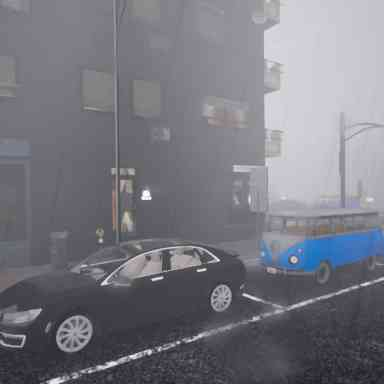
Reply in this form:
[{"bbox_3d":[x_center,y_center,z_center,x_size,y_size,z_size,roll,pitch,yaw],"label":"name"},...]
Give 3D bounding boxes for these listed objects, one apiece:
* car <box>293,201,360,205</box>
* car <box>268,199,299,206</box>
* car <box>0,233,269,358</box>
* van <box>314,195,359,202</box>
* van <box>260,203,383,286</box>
[{"bbox_3d":[9.983,1.557,23.766,1.895,1.301,4.718,-1,1,-35],"label":"car"},{"bbox_3d":[9.676,1.400,34.284,1.947,1.339,4.313,-1,1,-35],"label":"car"},{"bbox_3d":[-0.960,1.550,5.883,4.403,1.369,2.008,0,-1,-35],"label":"car"},{"bbox_3d":[12.849,1.201,29.763,1.690,1.788,3.998,-1,1,-35],"label":"van"},{"bbox_3d":[3.602,1.339,9.133,3.998,1.788,1.690,0,-1,-35],"label":"van"}]
